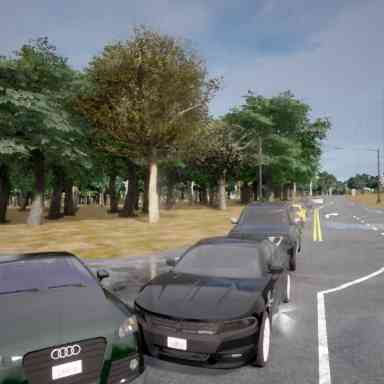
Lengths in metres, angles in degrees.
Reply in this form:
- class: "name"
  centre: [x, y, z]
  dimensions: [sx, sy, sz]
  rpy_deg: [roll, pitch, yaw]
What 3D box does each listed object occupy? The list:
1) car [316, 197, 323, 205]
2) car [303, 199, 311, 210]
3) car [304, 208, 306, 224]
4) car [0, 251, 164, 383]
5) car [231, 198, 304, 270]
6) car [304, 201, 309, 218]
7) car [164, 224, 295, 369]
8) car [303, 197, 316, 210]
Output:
- class: "car"
  centre: [23.595, 1.728, 62.745]
  dimensions: [1.812, 1.442, 4.674]
  rpy_deg: [-1, 0, 28]
- class: "car"
  centre: [10.510, 1.733, 33.002]
  dimensions: [1.812, 1.442, 4.674]
  rpy_deg: [-1, 0, 21]
- class: "car"
  centre: [5.053, 1.775, 18.346]
  dimensions: [1.895, 1.301, 4.718]
  rpy_deg: [-1, 0, 21]
- class: "car"
  centre: [-2.320, 1.643, 4.992]
  dimensions: [1.994, 1.385, 4.181]
  rpy_deg: [2, -2, -33]
- class: "car"
  centre: [2.835, 1.460, 12.438]
  dimensions: [2.150, 2.045, 5.566]
  rpy_deg: [-2, 0, 20]
- class: "car"
  centre: [7.192, 1.665, 24.104]
  dimensions: [1.882, 1.535, 5.008]
  rpy_deg: [-1, 0, 20]
- class: "car"
  centre: [0.724, 1.613, 6.295]
  dimensions: [1.882, 1.535, 5.008]
  rpy_deg: [-1, -2, 21]
- class: "car"
  centre: [15.867, 1.584, 46.770]
  dimensions: [2.097, 1.767, 4.553]
  rpy_deg: [-1, 0, 24]
